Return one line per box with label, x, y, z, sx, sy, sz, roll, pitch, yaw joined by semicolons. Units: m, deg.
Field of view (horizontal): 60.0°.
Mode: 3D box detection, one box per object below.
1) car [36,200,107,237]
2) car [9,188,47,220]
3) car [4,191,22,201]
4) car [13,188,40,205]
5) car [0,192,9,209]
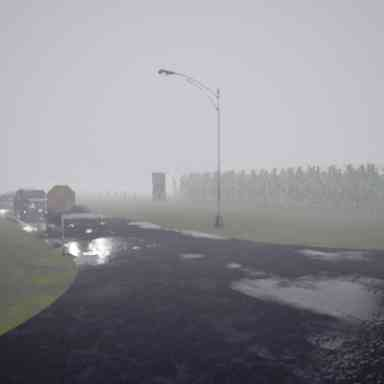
car;-6.070;1.295;16.756;2.033;1.411;5.357;-2;2;-36
car;-11.943;0.835;24.917;2.150;2.045;5.566;-2;2;-35
car;-28.706;0.580;53.289;1.882;1.535;5.008;-2;2;-36
car;-21.815;0.487;43.697;2.150;2.045;5.566;-2;2;-36
car;-19.484;0.972;35.441;1.812;1.442;4.674;-2;2;-36
